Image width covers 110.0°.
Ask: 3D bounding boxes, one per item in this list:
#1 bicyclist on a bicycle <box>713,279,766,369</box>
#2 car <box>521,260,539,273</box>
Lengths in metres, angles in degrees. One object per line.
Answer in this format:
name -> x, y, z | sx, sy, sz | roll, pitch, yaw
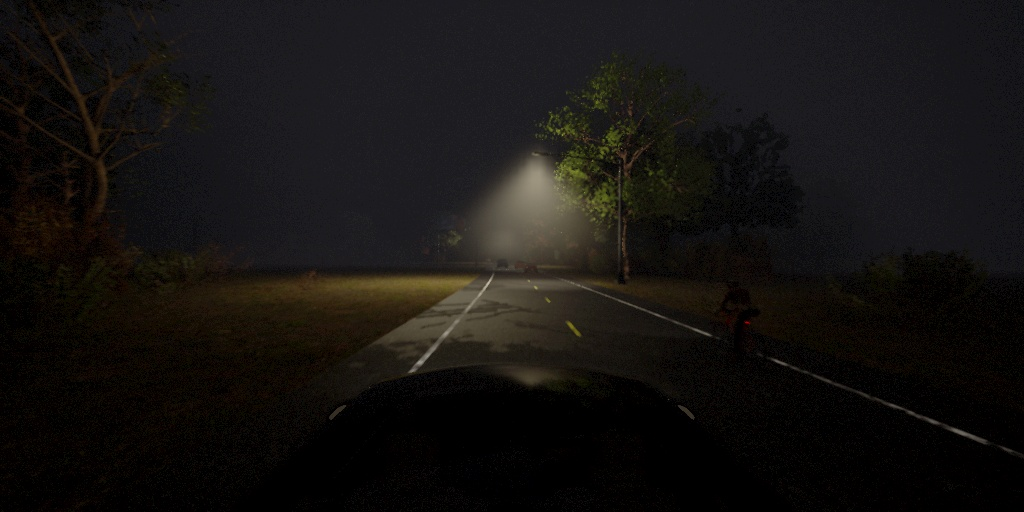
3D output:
bicyclist on a bicycle -> 4.466, 1.288, 7.117 | 0.582, 1.620, 1.656 | 1, -1, 0
car -> 2.718, 1.697, 52.558 | 1.812, 1.442, 4.674 | 0, 0, -2
